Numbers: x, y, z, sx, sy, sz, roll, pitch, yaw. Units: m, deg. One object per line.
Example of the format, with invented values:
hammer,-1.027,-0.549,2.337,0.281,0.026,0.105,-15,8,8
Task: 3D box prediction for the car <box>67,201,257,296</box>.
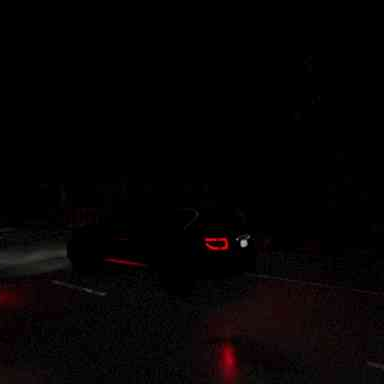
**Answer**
car,-1.015,1.264,9.013,5.566,2.045,2.150,0,0,35
